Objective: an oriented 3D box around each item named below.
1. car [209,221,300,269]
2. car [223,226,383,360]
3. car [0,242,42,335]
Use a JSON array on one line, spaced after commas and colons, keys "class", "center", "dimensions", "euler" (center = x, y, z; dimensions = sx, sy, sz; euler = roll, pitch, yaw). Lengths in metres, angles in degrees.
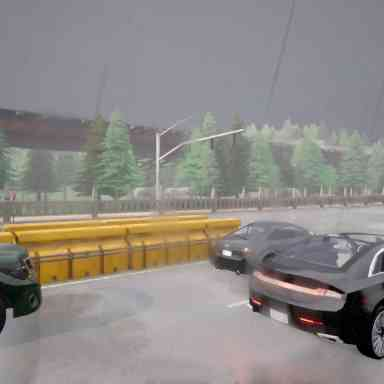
[{"class": "car", "center": [2.547, 1.564, 9.846], "dimensions": [4.181, 1.385, 1.994], "euler": [0, 0, -36]}, {"class": "car", "center": [3.157, 1.492, 5.985], "dimensions": [4.902, 1.511, 2.128], "euler": [0, 0, -36]}, {"class": "car", "center": [-5.079, 1.221, 4.429], "dimensions": [5.566, 2.045, 2.150], "euler": [0, 0, -35]}]
